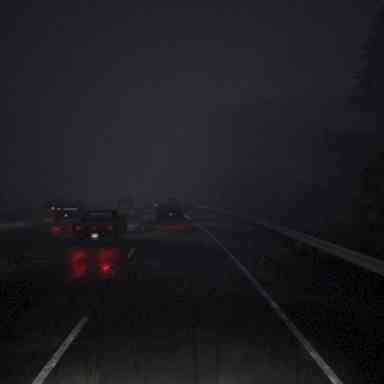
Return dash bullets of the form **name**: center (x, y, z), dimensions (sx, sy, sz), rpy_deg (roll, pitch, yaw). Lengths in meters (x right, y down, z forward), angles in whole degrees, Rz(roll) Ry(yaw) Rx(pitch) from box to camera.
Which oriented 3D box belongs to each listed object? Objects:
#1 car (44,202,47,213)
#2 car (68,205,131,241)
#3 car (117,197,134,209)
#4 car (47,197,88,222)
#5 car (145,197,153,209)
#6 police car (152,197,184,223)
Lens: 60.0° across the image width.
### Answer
- **car**: center (-14.033, 1.329, 34.689), dimensions (1.837, 1.490, 4.892), rpy_deg (0, 0, -11)
- **car**: center (-4.262, 1.516, 16.097), dimensions (1.895, 1.301, 4.718), rpy_deg (0, 0, -5)
- **car**: center (-7.991, 1.281, 39.935), dimensions (2.128, 1.511, 4.902), rpy_deg (0, 0, -12)
- **car**: center (-8.828, 1.364, 24.856), dimensions (2.128, 1.511, 4.902), rpy_deg (0, 0, -8)
- **car**: center (-4.702, 1.303, 41.252), dimensions (1.812, 1.442, 4.674), rpy_deg (0, 1, -12)
- **police car**: center (-1.738, 1.291, 24.659), dimensions (1.930, 1.638, 5.238), rpy_deg (0, 0, -7)
